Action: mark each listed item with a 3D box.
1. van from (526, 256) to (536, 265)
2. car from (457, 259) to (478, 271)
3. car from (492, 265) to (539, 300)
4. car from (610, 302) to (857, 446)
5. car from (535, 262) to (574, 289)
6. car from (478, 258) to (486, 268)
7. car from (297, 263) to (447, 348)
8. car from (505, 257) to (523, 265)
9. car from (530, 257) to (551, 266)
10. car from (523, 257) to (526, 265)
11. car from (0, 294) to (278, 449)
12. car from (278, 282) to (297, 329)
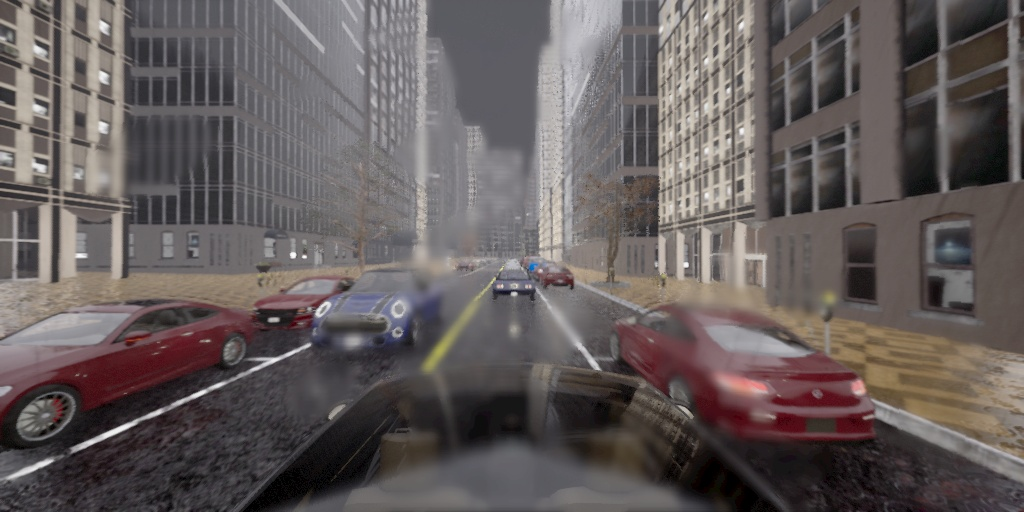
[{"bbox_3d":[2.693,0.991,39.054,1.690,1.789,3.998,0,0,0],"label":"van"},{"bbox_3d":[-5.687,1.075,44.668,1.967,1.591,4.097,0,0,0],"label":"car"},{"bbox_3d":[0.096,1.310,17.310,1.895,1.301,4.718,0,0,0],"label":"car"},{"bbox_3d":[2.691,1.323,5.205,1.802,1.307,4.207,0,0,0],"label":"car"},{"bbox_3d":[2.692,1.241,22.130,1.888,1.381,4.507,0,0,0],"label":"car"},{"bbox_3d":[-5.687,1.152,55.954,2.007,1.370,4.403,0,0,0],"label":"car"},{"bbox_3d":[-3.080,1.083,9.241,2.097,1.767,4.553,0,0,0],"label":"car"},{"bbox_3d":[0.102,1.163,43.880,1.812,1.442,4.674,0,0,0],"label":"car"},{"bbox_3d":[2.693,1.121,27.772,1.967,1.591,4.097,0,0,0],"label":"car"},{"bbox_3d":[2.693,1.185,44.696,2.007,1.370,4.403,0,0,0],"label":"car"},{"bbox_3d":[-5.689,1.324,5.167,1.802,1.307,4.207,0,0,0],"label":"car"},{"bbox_3d":[-5.688,1.272,10.810,1.888,1.381,4.507,0,0,0],"label":"car"}]
